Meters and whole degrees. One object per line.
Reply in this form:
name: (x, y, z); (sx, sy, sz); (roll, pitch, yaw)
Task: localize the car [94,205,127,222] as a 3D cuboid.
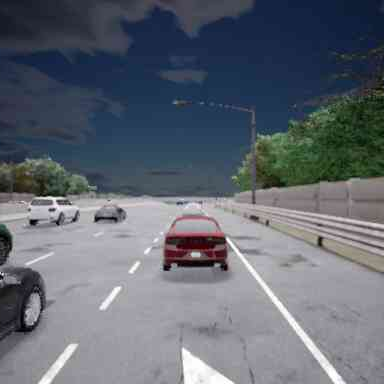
car: (-6.892, 1.795, 28.442); (1.994, 1.385, 4.181); (0, -1, 0)

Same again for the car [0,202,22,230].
car: (-6.897, 1.257, 8.449); (2.150, 2.045, 5.566); (0, 0, 0)

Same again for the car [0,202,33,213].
car: (-24.554, 2.098, 46.362); (2.033, 1.411, 5.357); (0, -1, 0)

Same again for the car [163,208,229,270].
car: (0.103, 1.530, 11.290); (1.882, 1.535, 5.008); (0, 0, 0)

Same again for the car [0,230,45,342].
car: (-3.499, 1.519, 3.960); (1.837, 1.490, 4.892); (0, 0, 0)

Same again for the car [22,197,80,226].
car: (-10.392, 1.410, 25.304); (2.150, 2.045, 5.566); (0, -1, 0)

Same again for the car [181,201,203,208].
car: (0.096, 1.830, 33.355); (1.812, 1.442, 4.674); (0, -1, 0)
